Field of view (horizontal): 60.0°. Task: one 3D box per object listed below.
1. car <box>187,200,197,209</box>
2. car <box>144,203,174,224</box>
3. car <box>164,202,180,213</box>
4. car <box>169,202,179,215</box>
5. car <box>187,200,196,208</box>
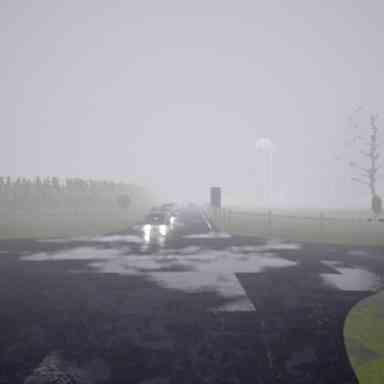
[{"bbox_3d":[0.054,2.342,59.085,2.033,1.411,5.357,0,-1,0],"label":"car"},{"bbox_3d":[-2.854,1.934,28.311,1.994,1.385,4.181,0,-1,0],"label":"car"},{"bbox_3d":[-2.862,2.198,48.886,2.033,1.411,5.357,0,-1,0],"label":"car"},{"bbox_3d":[-2.871,2.031,38.389,1.812,1.442,4.674,0,-1,0],"label":"car"},{"bbox_3d":[-0.059,2.470,69.534,1.812,1.442,4.674,0,-1,0],"label":"car"}]
